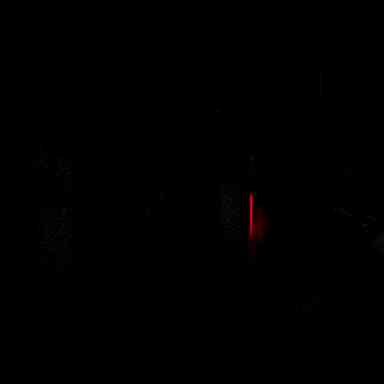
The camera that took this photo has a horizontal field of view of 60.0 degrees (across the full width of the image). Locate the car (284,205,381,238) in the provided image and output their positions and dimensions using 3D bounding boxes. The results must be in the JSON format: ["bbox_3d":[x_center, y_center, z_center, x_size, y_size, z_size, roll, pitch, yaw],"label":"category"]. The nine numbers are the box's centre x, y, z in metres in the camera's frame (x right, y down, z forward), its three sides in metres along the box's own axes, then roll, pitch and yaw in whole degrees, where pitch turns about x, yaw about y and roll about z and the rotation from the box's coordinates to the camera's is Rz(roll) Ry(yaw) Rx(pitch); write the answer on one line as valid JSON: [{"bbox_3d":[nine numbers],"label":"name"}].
[{"bbox_3d":[7.456,1.478,18.070,1.882,1.535,5.008,0,0,-40],"label":"car"}]

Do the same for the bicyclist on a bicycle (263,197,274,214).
[{"bbox_3d":[7.383,1.349,32.117,1.656,1.620,0.582,0,0,-36],"label":"bicyclist on a bicycle"}]
